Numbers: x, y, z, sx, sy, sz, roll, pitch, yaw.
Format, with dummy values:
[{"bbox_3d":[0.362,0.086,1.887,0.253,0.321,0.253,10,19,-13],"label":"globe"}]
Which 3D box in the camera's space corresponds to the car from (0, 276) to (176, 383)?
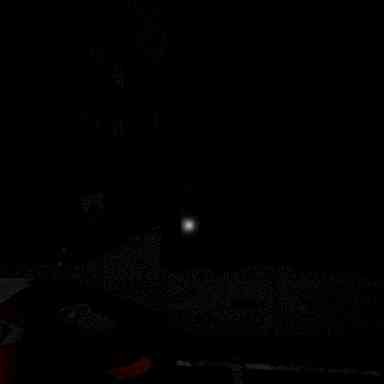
[{"bbox_3d":[-2.274,1.621,3.541,4.206,1.307,1.802,0,-1,5],"label":"car"}]
